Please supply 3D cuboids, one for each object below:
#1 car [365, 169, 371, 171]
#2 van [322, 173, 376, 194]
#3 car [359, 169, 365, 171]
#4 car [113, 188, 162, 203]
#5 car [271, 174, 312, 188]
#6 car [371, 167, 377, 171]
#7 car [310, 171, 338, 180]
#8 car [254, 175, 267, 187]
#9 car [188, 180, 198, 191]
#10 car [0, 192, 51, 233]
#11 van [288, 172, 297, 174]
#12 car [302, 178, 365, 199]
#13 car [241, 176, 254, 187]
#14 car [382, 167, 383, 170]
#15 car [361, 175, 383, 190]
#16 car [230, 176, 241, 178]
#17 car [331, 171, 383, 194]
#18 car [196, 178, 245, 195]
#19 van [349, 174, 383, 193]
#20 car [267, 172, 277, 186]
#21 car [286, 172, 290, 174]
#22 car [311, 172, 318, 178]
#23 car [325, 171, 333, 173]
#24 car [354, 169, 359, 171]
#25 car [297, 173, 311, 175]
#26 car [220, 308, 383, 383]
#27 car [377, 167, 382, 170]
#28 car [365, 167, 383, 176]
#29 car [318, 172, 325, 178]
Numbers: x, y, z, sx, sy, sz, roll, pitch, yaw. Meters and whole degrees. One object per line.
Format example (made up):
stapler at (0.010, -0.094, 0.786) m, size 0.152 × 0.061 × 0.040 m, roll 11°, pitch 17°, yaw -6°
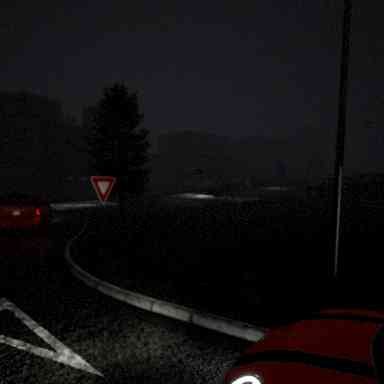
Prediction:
car at (37.306, -4.356, 75.284) m, size 4.553 × 1.767 × 2.185 m, roll 1°, pitch 5°, yaw 30°
van at (16.395, -0.647, 34.814) m, size 4.442 × 1.987 × 1.878 m, roll 3°, pitch 6°, yaw 31°
car at (35.054, -4.002, 73.431) m, size 4.674 × 1.452 × 2.002 m, roll 1°, pitch 4°, yaw 30°
car at (-5.295, 0.261, 32.055) m, size 4.718 × 1.301 × 1.895 m, roll -3°, pitch 5°, yaw -40°
car at (14.438, -1.465, 48.356) m, size 5.357 × 1.411 × 2.033 m, roll -4°, pitch 6°, yaw -33°
car at (39.527, -4.418, 77.200) m, size 5.008 × 1.535 × 2.097 m, roll 1°, pitch 5°, yaw 30°
car at (26.132, -3.234, 65.832) m, size 4.892 × 1.521 × 2.231 m, roll 1°, pitch 5°, yaw 29°
car at (8.297, -1.571, 50.565) m, size 4.792 × 1.488 × 2.163 m, roll 1°, pitch 5°, yaw 29°
car at (1.646, -0.943, 44.778) m, size 4.674 × 1.452 × 2.002 m, roll 1°, pitch 4°, yaw 29°
car at (-7.950, 0.811, 15.797) m, size 2.097 × 1.767 × 4.553 m, roll 2°, pitch 2°, yaw -19°
van at (14.895, -2.442, 56.351) m, size 4.442 × 1.987 × 1.878 m, roll 1°, pitch 5°, yaw 29°
car at (13.964, -0.222, 33.019) m, size 5.008 × 1.535 × 2.097 m, roll 3°, pitch 6°, yaw 31°
car at (6.117, -1.519, 48.599) m, size 4.553 × 1.767 × 2.185 m, roll 1°, pitch 5°, yaw 29°
car at (43.839, -4.776, 81.074) m, size 5.366 × 1.575 × 1.946 m, roll 1°, pitch 5°, yaw 30°
car at (23.258, -1.168, 40.536) m, size 4.553 × 1.767 × 2.185 m, roll 3°, pitch 6°, yaw 31°
car at (3.898, -1.159, 46.691) m, size 4.792 × 1.488 × 2.163 m, roll 1°, pitch 4°, yaw 29°
car at (18.594, -0.882, 36.758) m, size 5.566 × 2.045 × 2.435 m, roll 3°, pitch 7°, yaw 31°
car at (3.426, -0.509, 39.587) m, size 5.357 × 1.411 × 2.033 m, roll -5°, pitch 6°, yaw -41°
van at (20.849, -1.065, 38.684) m, size 4.442 × 1.987 × 1.878 m, roll 3°, pitch 7°, yaw 31°
car at (10.572, -1.930, 52.445) m, size 4.553 × 1.767 × 2.185 m, roll 1°, pitch 5°, yaw 29°
car at (12.775, -2.011, 54.401) m, size 5.008 × 1.535 × 2.097 m, roll 1°, pitch 4°, yaw 29°
car at (19.445, -2.625, 60.133) m, size 5.008 × 1.535 × 2.097 m, roll 1°, pitch 4°, yaw 29°
car at (23.897, -3.032, 63.941) m, size 5.008 × 1.535 × 2.097 m, roll 1°, pitch 4°, yaw 29°
car at (32.840, -3.968, 71.500) m, size 4.553 × 1.767 × 2.185 m, roll 1°, pitch 5°, yaw 30°
car at (17.390, -2.421, 58.128) m, size 5.366 × 1.575 × 1.946 m, roll 1°, pitch 5°, yaw 29°
car at (2.283, 1.346, 1.780) m, size 4.553 × 1.767 × 2.097 m, roll 0°, pitch 0°, yaw 35°
car at (41.754, -4.596, 79.098) m, size 5.008 × 1.535 × 2.097 m, roll 1°, pitch 4°, yaw 30°
car at (46.205, -5.186, 82.863) m, size 5.566 × 2.045 × 2.435 m, roll 1°, pitch 4°, yaw 30°
car at (21.701, -2.798, 62.019) m, size 4.792 × 1.488 × 2.163 m, roll 1°, pitch 5°, yaw 29°
